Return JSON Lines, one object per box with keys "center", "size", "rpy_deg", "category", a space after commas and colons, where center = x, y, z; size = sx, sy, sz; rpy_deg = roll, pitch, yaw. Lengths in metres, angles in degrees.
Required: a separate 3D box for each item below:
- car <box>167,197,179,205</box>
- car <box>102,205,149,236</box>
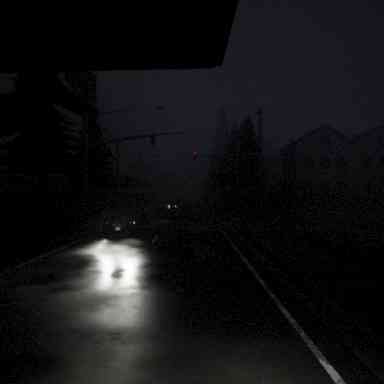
{"center": [-3.525, 1.620, 61.728], "size": [1.994, 1.385, 4.181], "rpy_deg": [0, 0, 1], "category": "car"}
{"center": [-3.544, 1.509, 18.451], "size": [2.128, 1.511, 4.902], "rpy_deg": [0, 0, 1], "category": "car"}
